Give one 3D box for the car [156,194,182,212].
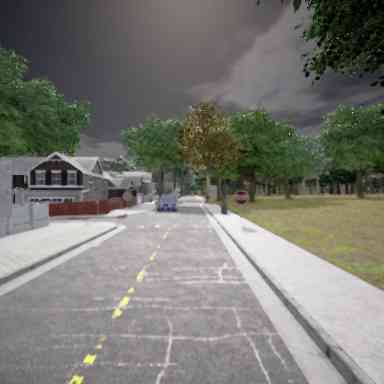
[{"bbox_3d":[-2.751,1.321,38.664,2.150,2.045,5.566,0,2,2],"label":"car"}]
